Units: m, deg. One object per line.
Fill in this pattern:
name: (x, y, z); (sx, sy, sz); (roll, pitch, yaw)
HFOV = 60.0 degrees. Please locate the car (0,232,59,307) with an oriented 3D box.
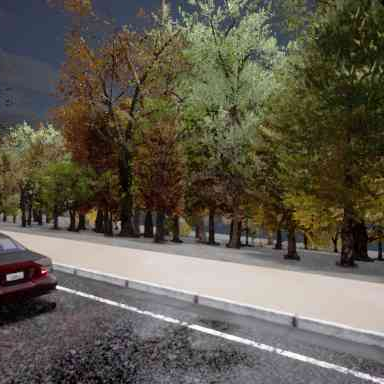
car: (-5.163, 1.546, 7.397); (5.357, 1.411, 2.033); (0, 0, 36)
